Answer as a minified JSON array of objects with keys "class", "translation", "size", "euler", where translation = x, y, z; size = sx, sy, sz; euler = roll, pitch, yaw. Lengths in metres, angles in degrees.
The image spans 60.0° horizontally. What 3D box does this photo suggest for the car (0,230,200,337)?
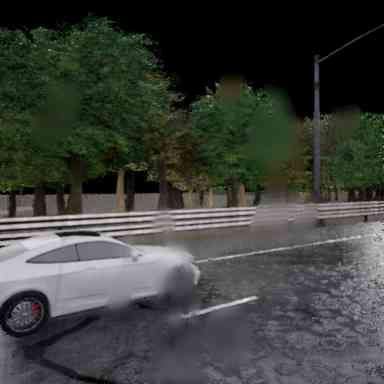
[{"class":"car","translation":[-2.020,1.501,6.573],"size":[4.674,1.442,1.812],"euler":[-1,0,-35]}]
